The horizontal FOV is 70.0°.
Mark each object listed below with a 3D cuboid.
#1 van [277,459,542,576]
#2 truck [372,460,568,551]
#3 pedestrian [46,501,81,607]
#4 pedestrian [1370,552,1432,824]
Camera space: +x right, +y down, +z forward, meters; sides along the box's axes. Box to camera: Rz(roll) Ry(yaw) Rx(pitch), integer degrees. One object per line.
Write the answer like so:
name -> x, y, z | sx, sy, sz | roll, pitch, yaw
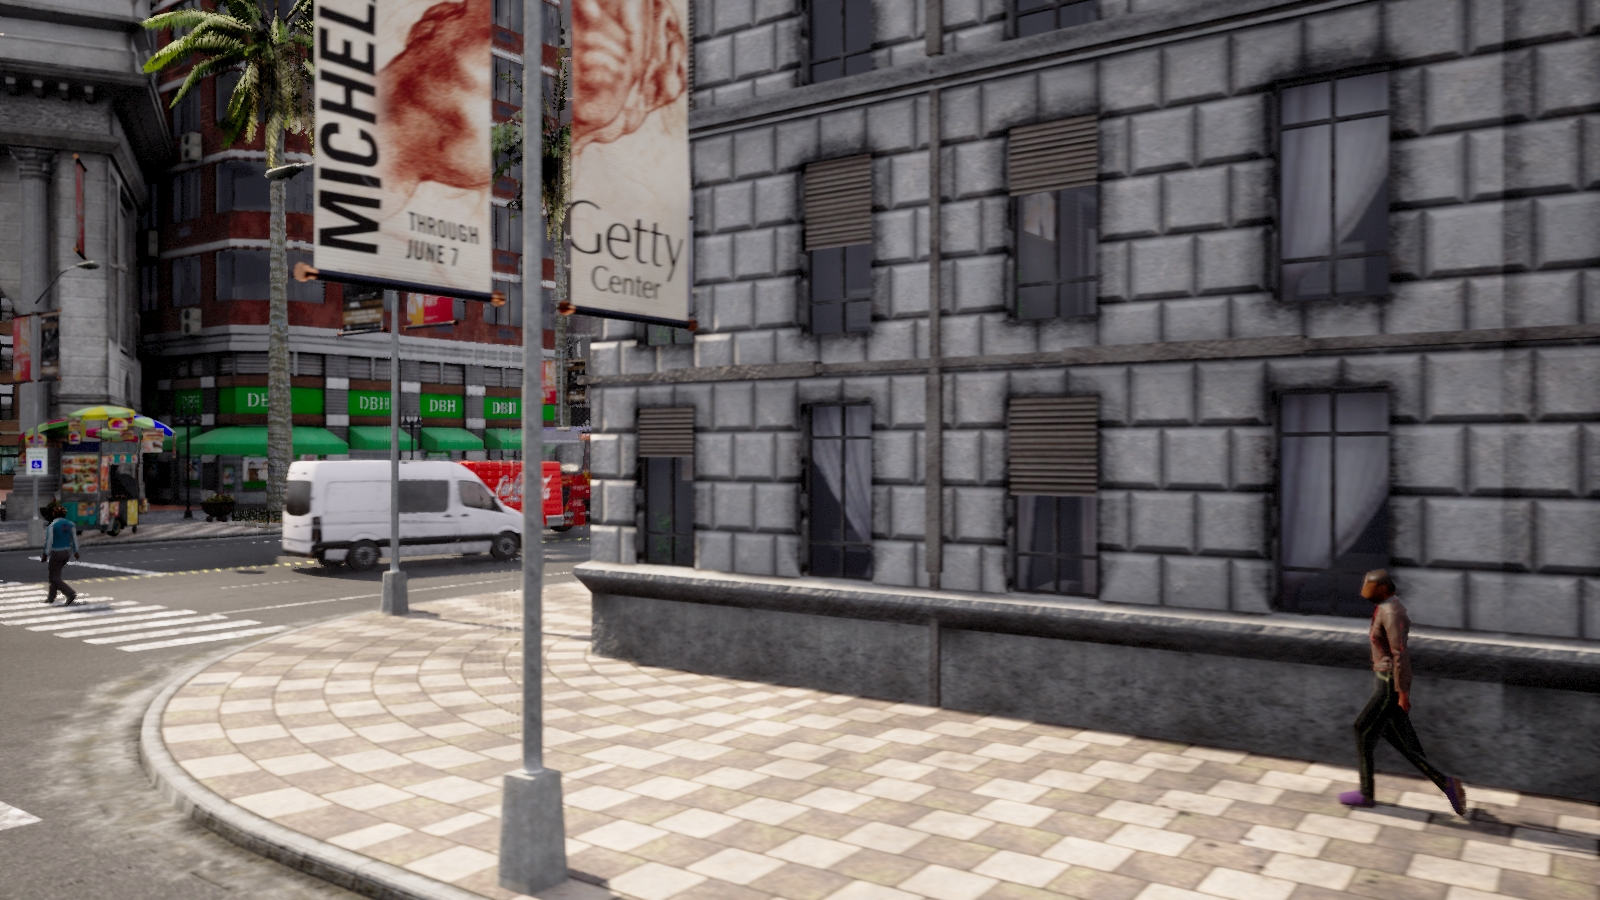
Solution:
van -> -9.493, 1.533, 28.222 | 5.915, 2.561, 1.988 | 0, 0, -45
truck -> -9.901, 1.566, 34.694 | 2.627, 2.467, 5.204 | 0, 0, 35
pedestrian -> -13.214, 1.847, 20.493 | 0.375, 1.860, 0.375 | 0, 0, 19
pedestrian -> 4.359, 1.696, 8.286 | 0.375, 1.860, 0.375 | 0, 0, 31
